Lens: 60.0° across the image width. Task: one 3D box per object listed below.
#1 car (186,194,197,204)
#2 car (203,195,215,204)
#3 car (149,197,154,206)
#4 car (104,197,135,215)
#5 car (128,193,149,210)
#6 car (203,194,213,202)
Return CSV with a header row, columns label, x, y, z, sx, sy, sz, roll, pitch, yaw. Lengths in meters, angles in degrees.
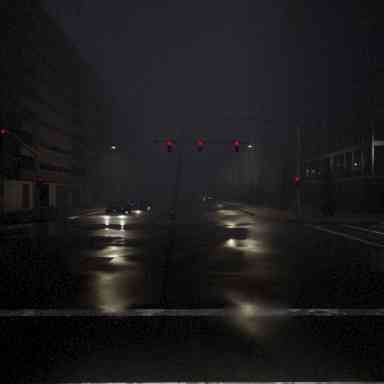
label,x,y,z,sx,sy,sz,roll,pitch,yaw
car,-0.046,1.564,64.617,1.994,1.385,4.181,0,0,1
car,3.453,1.491,64.709,2.128,1.511,4.902,0,0,1
car,-7.347,1.547,54.594,2.033,1.411,5.357,0,0,1
car,-7.471,1.526,34.219,1.812,1.442,4.674,0,0,0
car,-7.457,1.221,44.130,2.150,2.045,5.566,0,0,1
car,3.456,1.355,74.574,2.097,1.767,4.553,0,0,1
